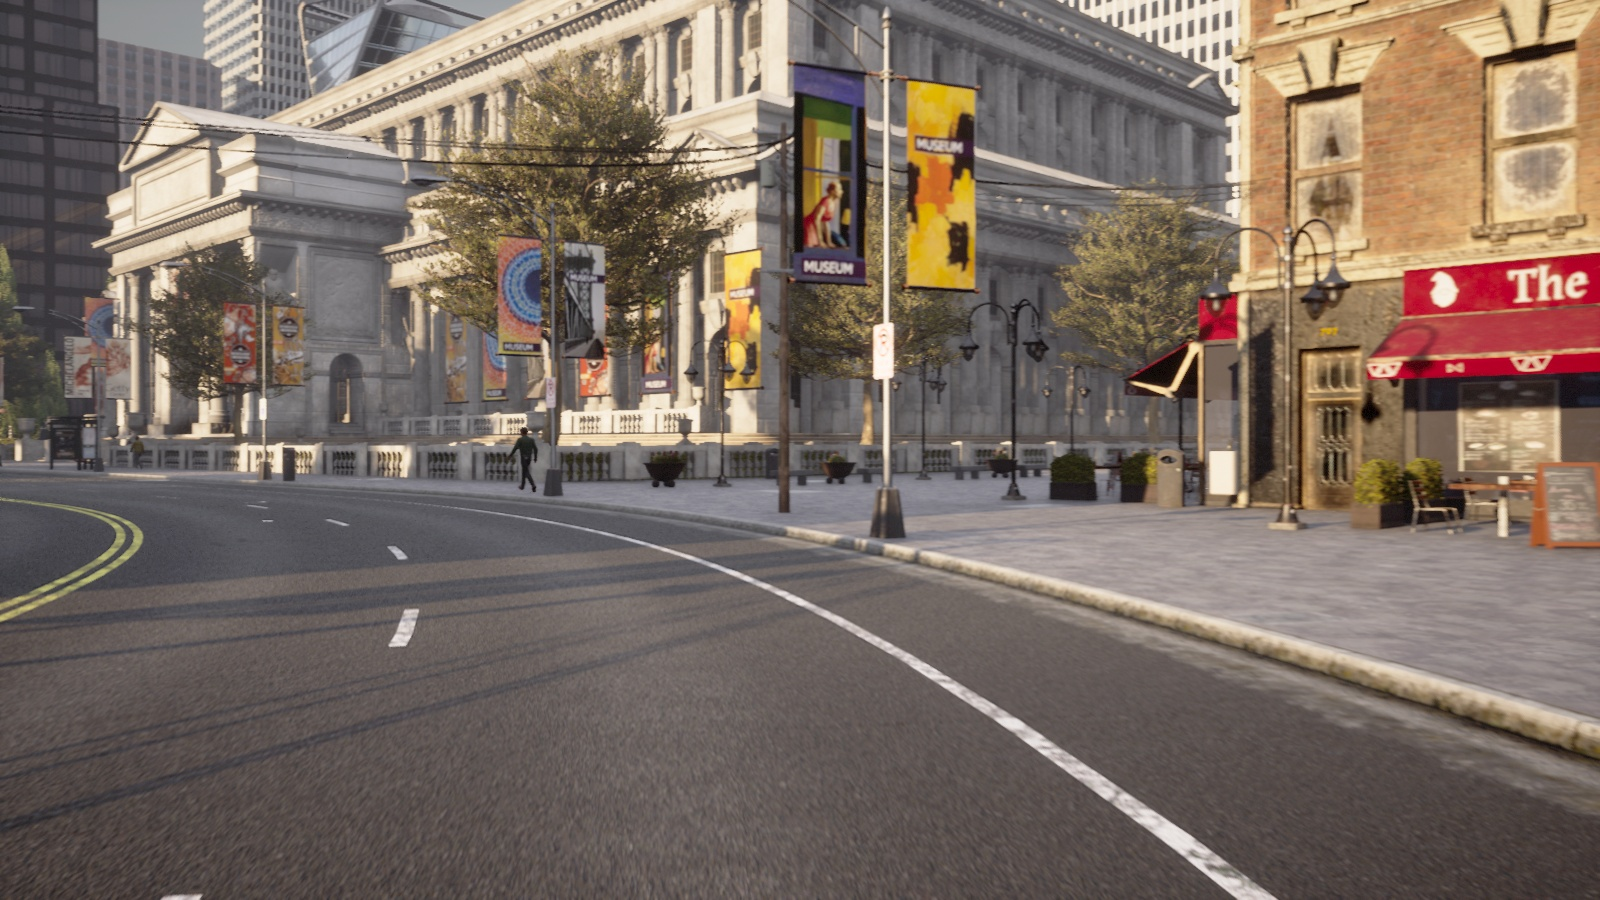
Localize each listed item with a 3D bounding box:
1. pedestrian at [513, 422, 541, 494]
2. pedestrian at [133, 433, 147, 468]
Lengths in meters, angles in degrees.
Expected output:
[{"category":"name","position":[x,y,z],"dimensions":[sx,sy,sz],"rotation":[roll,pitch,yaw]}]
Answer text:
[{"category":"pedestrian","position":[-7.516,0.209,34.563],"dimensions":[0.423,1.949,0.788],"rotation":[0,0,-42]},{"category":"pedestrian","position":[-35.048,0.029,66.692],"dimensions":[0.726,1.835,0.370],"rotation":[0,0,37]}]
